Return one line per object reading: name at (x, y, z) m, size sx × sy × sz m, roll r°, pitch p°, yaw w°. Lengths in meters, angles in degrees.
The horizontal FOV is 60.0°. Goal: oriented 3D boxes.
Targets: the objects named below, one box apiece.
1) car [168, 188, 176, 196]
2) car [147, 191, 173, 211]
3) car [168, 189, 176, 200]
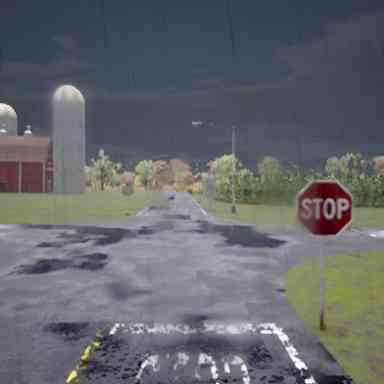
car at (-4.938, -0.040, 82.445) m, size 2.097 × 1.767 × 4.553 m, roll 0°, pitch 1°, yaw -2°
car at (-3.121, 1.049, 32.135) m, size 1.837 × 1.490 × 4.892 m, roll 0°, pitch 3°, yaw -1°
car at (-3.925, 0.587, 58.169) m, size 1.882 × 1.535 × 5.008 m, roll 0°, pitch 2°, yaw -2°
